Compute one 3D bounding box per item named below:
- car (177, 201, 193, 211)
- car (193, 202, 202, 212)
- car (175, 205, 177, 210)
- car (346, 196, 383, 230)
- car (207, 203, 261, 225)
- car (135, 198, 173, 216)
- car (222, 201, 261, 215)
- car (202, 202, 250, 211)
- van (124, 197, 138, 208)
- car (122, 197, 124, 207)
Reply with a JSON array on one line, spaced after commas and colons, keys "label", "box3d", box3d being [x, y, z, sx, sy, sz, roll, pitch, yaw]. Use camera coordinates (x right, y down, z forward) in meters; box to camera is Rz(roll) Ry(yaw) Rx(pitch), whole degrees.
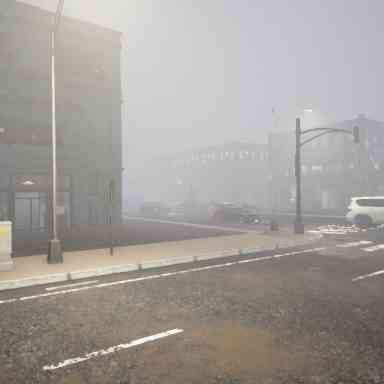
[{"label": "car", "box3d": [-0.766, 1.965, 47.349, 1.802, 1.307, 4.206, -2, 0, -35]}, {"label": "car", "box3d": [2.440, 1.903, 42.838, 1.802, 1.307, 4.206, -2, 0, -35]}, {"label": "car", "box3d": [-4.210, 1.981, 42.221, 1.994, 1.385, 4.181, -1, 0, -36]}, {"label": "car", "box3d": [12.344, 1.254, 20.181, 5.566, 2.045, 2.150, -3, -1, 44]}, {"label": "car", "box3d": [3.548, 1.814, 26.599, 1.947, 1.339, 4.313, -1, 0, -35]}, {"label": "car", "box3d": [-4.394, 1.846, 37.981, 1.967, 1.590, 4.097, -1, 0, -35]}, {"label": "car", "box3d": [5.645, 1.809, 38.325, 2.008, 1.369, 4.403, -2, 0, -35]}, {"label": "car", "box3d": [3.436, 1.744, 31.454, 1.882, 1.535, 5.008, -1, 0, -35]}, {"label": "van", "box3d": [-10.390, 1.906, 60.885, 1.690, 1.788, 3.998, -1, 0, -35]}, {"label": "car", "box3d": [-13.597, 1.939, 65.397, 2.192, 1.841, 5.009, -1, 0, -35]}]
